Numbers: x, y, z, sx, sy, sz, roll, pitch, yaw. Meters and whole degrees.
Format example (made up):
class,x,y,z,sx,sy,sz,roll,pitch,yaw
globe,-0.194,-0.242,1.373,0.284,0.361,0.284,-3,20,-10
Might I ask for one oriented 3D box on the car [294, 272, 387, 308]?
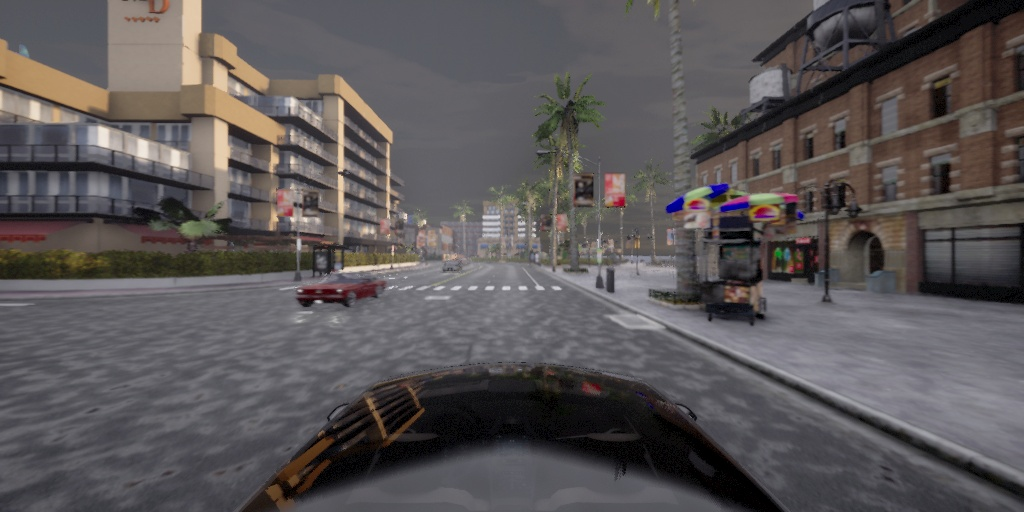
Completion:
class,x,y,z,sx,sy,sz,roll,pitch,yaw
car,-6.997,1.348,15.192,1.895,1.301,4.718,0,0,0

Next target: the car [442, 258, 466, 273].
class,x,y,z,sx,sy,sz,roll,pitch,yaw
car,-7.003,1.308,42.523,1.994,1.385,4.181,0,1,0
